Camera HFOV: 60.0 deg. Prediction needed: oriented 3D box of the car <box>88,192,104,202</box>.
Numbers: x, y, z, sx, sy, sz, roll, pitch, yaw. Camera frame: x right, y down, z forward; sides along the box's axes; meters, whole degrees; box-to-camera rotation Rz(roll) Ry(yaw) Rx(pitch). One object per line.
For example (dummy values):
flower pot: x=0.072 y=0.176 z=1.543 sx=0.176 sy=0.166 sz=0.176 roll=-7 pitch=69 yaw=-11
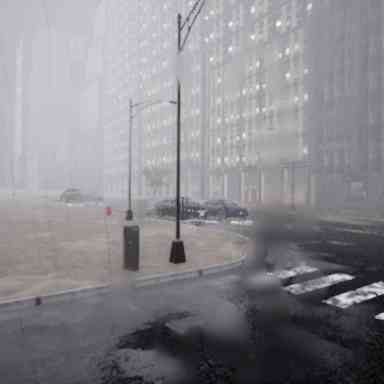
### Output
car: x=-14.692 y=0.738 z=48.934 sx=2.033 sy=1.411 sz=5.357 roll=1 pitch=1 yaw=-34

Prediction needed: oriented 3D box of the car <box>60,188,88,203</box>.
car: x=-16.714 y=0.405 z=46.137 sx=2.150 sy=2.045 sz=5.566 roll=1 pitch=0 yaw=-34

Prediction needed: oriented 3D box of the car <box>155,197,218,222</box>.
car: x=-0.763 y=1.126 z=23.066 sx=2.128 sy=1.511 sz=4.902 roll=1 pitch=1 yaw=-35

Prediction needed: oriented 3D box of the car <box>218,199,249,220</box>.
car: x=2.225 y=1.234 z=24.460 sx=1.994 sy=1.385 sz=4.181 roll=1 pitch=1 yaw=-35
